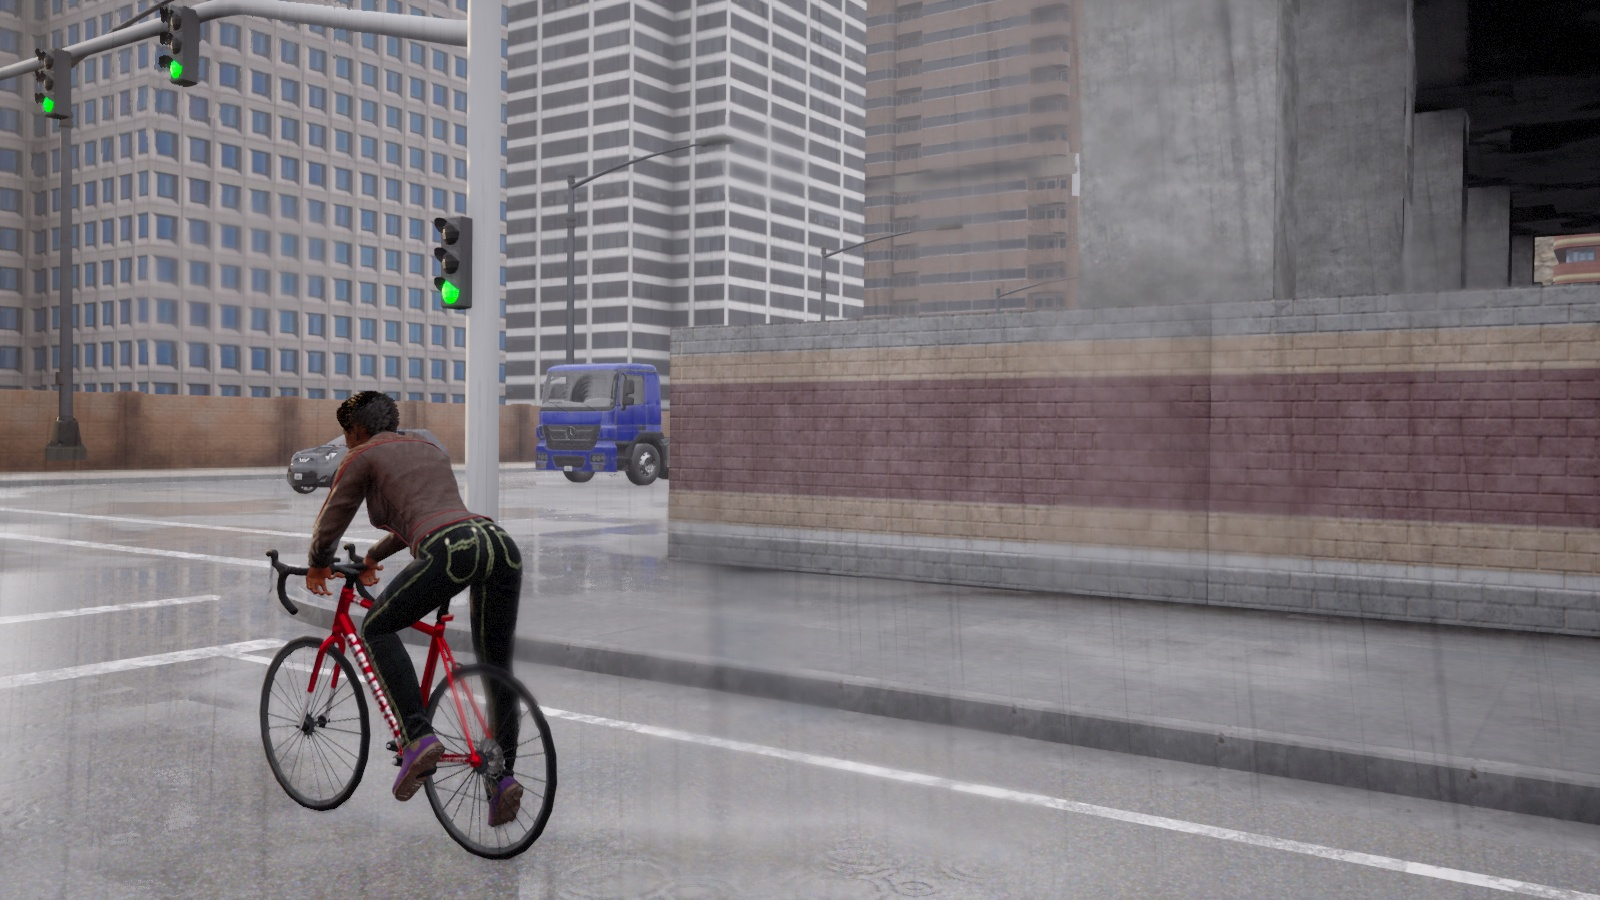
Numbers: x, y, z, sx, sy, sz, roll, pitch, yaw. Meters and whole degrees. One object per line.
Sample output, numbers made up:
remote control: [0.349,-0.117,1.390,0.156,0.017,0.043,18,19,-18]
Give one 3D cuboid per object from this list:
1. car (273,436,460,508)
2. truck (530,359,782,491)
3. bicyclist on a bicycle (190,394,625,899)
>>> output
car: [-9.798,0.444,28.592,1.845,1.501,3.633,0,1,34]
truck: [-4.016,-0.721,37.134,2.891,3.462,7.936,0,1,34]
bicyclist on a bicycle: [-1.473,0.635,4.600,1.656,1.620,0.582,0,1,34]
